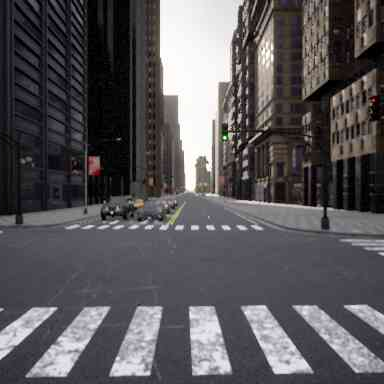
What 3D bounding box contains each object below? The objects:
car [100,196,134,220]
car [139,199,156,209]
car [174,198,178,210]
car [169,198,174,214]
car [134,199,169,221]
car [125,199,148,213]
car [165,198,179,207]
[{"bbox_3d":[-6.637,1.377,30.248,2.150,2.045,5.566,0,0,0],"label":"car"},{"bbox_3d":[-6.661,1.806,50.141,1.994,1.385,4.181,0,0,0],"label":"car"},{"bbox_3d":[-3.418,1.795,47.647,1.994,1.385,4.181,0,0,-1],"label":"car"},{"bbox_3d":[-3.397,1.713,37.622,1.812,1.442,4.674,0,0,0],"label":"car"},{"bbox_3d":[-3.384,1.500,28.642,2.097,1.767,4.553,0,0,0],"label":"car"},{"bbox_3d":[-6.642,1.677,40.251,1.882,1.535,5.008,0,0,0],"label":"car"},{"bbox_3d":[-3.391,1.823,58.064,2.033,1.411,5.357,0,0,0],"label":"car"}]
